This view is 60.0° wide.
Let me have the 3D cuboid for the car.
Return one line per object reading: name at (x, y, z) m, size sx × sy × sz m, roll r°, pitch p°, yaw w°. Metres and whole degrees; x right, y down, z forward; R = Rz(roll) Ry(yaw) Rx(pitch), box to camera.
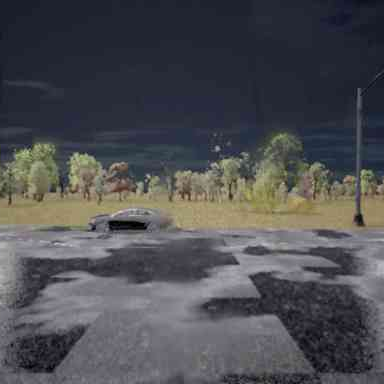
car at (-3.550, 1.654, 19.567) m, size 4.902 × 1.511 × 2.128 m, roll 0°, pitch 0°, yaw 1°
